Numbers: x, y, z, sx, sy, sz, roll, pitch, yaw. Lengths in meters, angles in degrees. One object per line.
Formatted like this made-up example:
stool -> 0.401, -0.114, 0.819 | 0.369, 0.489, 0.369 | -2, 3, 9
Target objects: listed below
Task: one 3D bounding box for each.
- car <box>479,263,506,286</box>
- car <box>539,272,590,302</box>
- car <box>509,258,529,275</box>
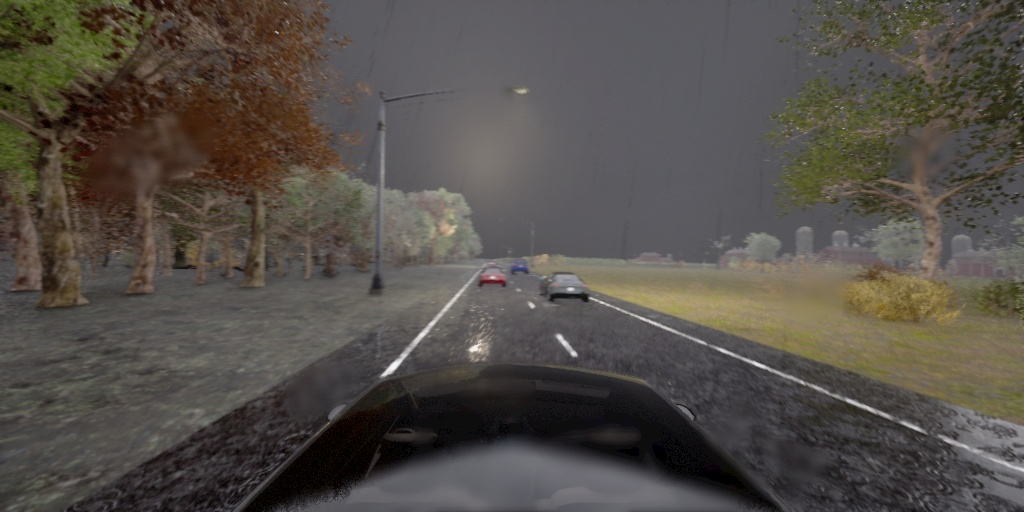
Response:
car -> -1.459, 1.477, 27.017 | 1.994, 1.385, 4.181 | 1, 0, -3
car -> 2.553, 1.497, 18.304 | 1.994, 1.385, 4.181 | 1, 0, -3
car -> 0.916, 1.330, 46.564 | 2.150, 2.045, 5.566 | 1, 0, -3
